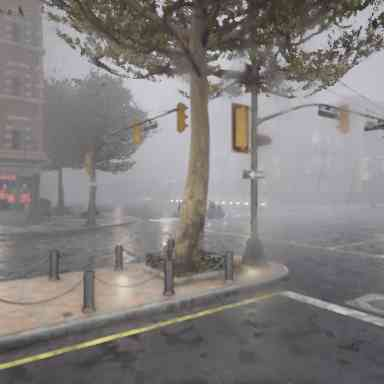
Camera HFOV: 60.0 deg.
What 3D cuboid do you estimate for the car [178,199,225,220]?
[{"bbox_3d":[0.748,1.312,28.000,2.097,1.767,4.553,0,0,-36],"label":"car"}]
